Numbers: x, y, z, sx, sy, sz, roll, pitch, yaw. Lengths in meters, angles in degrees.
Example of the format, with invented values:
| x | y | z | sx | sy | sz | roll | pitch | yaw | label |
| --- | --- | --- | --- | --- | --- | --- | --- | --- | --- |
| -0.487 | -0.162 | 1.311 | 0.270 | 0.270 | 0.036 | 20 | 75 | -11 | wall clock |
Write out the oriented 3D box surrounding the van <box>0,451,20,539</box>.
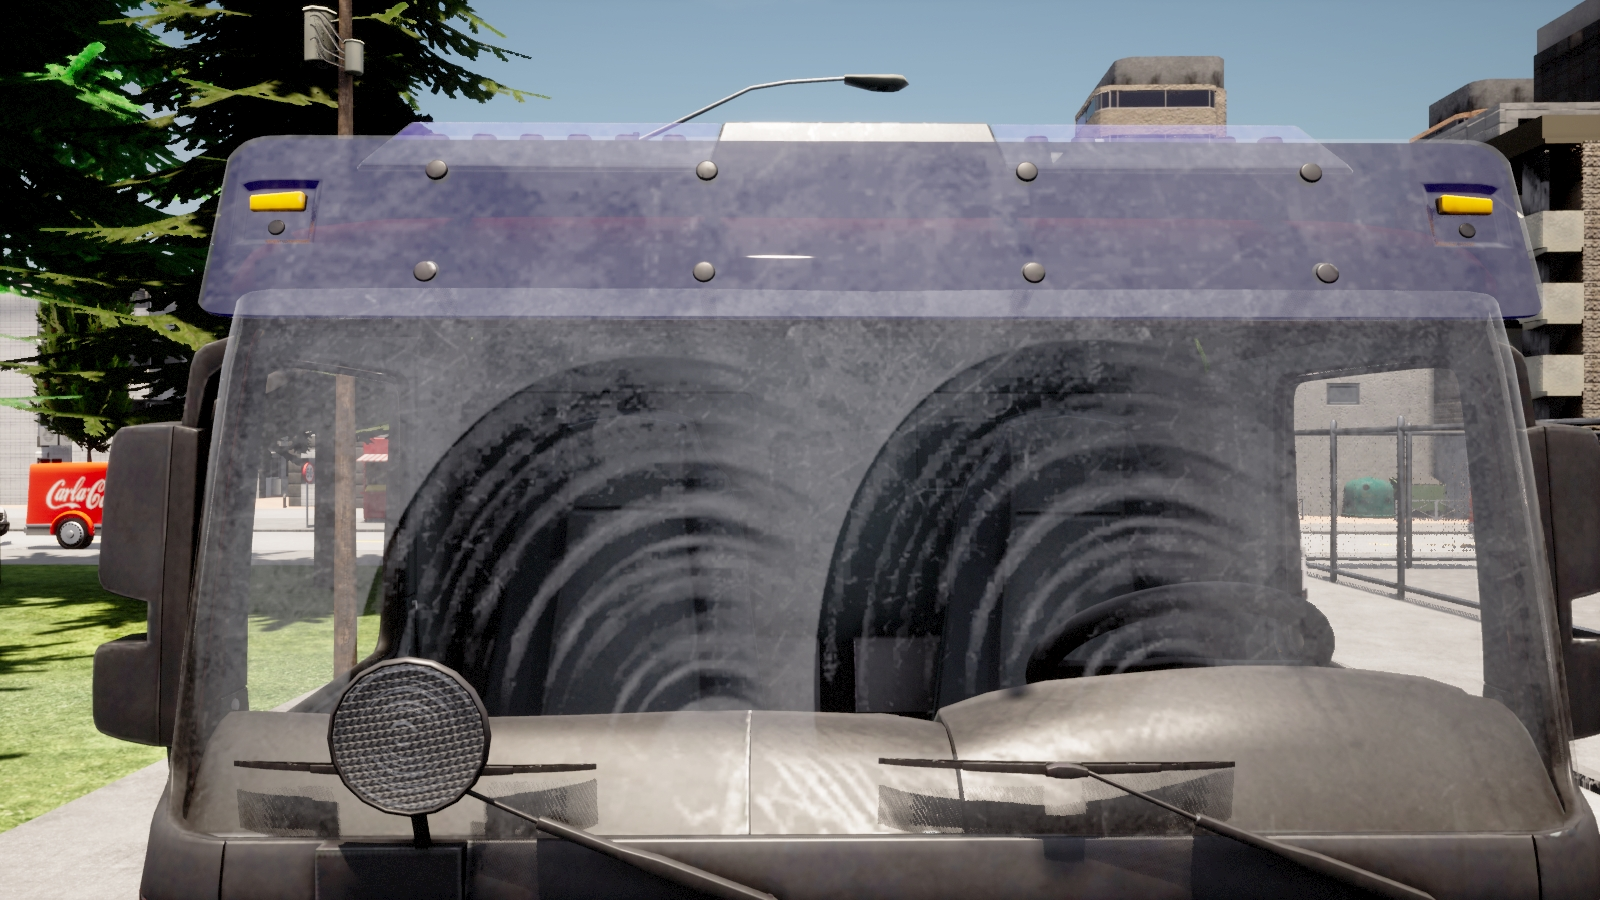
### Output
| x | y | z | sx | sy | sz | roll | pitch | yaw | label |
| --- | --- | --- | --- | --- | --- | --- | --- | --- | --- |
| -26.239 | 1.314 | 33.169 | 5.915 | 2.561 | 1.988 | 0 | 0 | 2 | van |

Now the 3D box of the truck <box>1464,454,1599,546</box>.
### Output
| x | y | z | sx | sy | sz | roll | pitch | yaw | label |
| --- | --- | --- | --- | --- | --- | --- | --- | --- | --- |
| 21.931 | 1.348 | 31.924 | 5.204 | 2.467 | 2.627 | 0 | 0 | 3 | truck |

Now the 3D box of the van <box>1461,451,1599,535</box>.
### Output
| x | y | z | sx | sy | sz | roll | pitch | yaw | label |
| --- | --- | --- | --- | --- | --- | --- | --- | --- | --- |
| 24.242 | 1.314 | 35.747 | 5.915 | 2.561 | 1.988 | 0 | 0 | 1 | van |

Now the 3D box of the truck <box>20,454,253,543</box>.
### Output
| x | y | z | sx | sy | sz | roll | pitch | yaw | label |
| --- | --- | --- | --- | --- | --- | --- | --- | --- | --- |
| -19.012 | 1.348 | 32.943 | 5.204 | 2.467 | 2.627 | 0 | 0 | 1 | truck |

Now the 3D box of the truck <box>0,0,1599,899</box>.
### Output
| x | y | z | sx | sy | sz | roll | pitch | yaw | label |
| --- | --- | --- | --- | --- | --- | --- | --- | --- | --- |
| 0.092 | 0.670 | 5.580 | 2.891 | 3.827 | 8.468 | 0 | 0 | -1 | truck |
